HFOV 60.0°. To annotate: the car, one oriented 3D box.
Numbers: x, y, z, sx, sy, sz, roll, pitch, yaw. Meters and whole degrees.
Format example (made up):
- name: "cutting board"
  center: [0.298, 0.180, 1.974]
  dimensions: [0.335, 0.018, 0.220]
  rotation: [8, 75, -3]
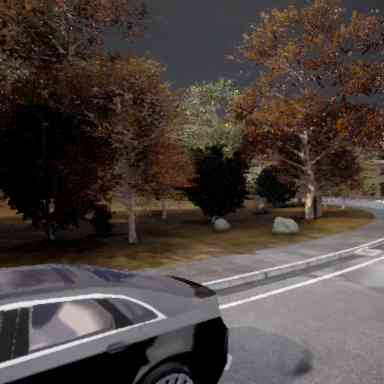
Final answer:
- name: "car"
  center: [-1.855, 1.494, 2.787]
  dimensions: [4.902, 1.511, 2.128]
  rotation: [0, 0, -36]
